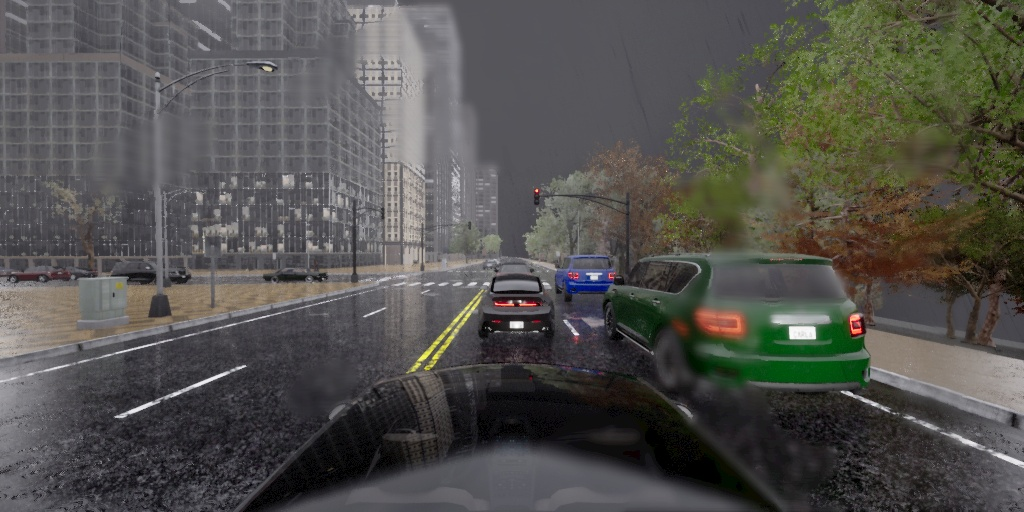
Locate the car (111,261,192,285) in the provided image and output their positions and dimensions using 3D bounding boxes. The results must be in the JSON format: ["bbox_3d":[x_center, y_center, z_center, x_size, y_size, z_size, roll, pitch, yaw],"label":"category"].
[{"bbox_3d":[-30.875,1.473,30.721,5.566,2.045,2.150,-1,0,1],"label":"car"}]

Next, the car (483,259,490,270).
[{"bbox_3d":[-3.228,1.233,53.629,2.128,1.511,4.902,0,0,0],"label":"car"}]

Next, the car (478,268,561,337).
[{"bbox_3d":[0.111,1.253,10.238,1.837,1.490,4.892,0,0,0],"label":"car"}]

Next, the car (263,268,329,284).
[{"bbox_3d":[-18.349,1.653,30.643,4.718,1.301,1.895,-1,0,1],"label":"car"}]

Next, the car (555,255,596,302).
[{"bbox_3d":[3.348,0.969,17.128,2.150,2.045,5.566,0,0,1],"label":"car"}]

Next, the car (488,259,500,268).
[{"bbox_3d":[-3.183,1.266,63.312,1.812,1.442,4.674,0,0,0],"label":"car"}]

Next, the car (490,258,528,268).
[{"bbox_3d":[0.116,1.099,19.297,2.097,1.767,4.553,0,0,0],"label":"car"}]

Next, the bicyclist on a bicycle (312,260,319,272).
[{"bbox_3d":[-24.557,1.328,44.776,0.582,1.620,1.656,-1,1,0],"label":"bicyclist on a bicycle"}]

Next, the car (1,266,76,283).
[{"bbox_3d":[-49.395,1.835,37.505,4.553,1.767,2.097,-1,0,1],"label":"car"}]

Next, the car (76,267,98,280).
[{"bbox_3d":[-50.146,1.971,40.747,4.892,1.490,1.837,-1,0,1],"label":"car"}]

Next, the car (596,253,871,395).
[{"bbox_3d":[3.344,0.971,6.770,2.150,2.045,5.566,0,0,1],"label":"car"}]
